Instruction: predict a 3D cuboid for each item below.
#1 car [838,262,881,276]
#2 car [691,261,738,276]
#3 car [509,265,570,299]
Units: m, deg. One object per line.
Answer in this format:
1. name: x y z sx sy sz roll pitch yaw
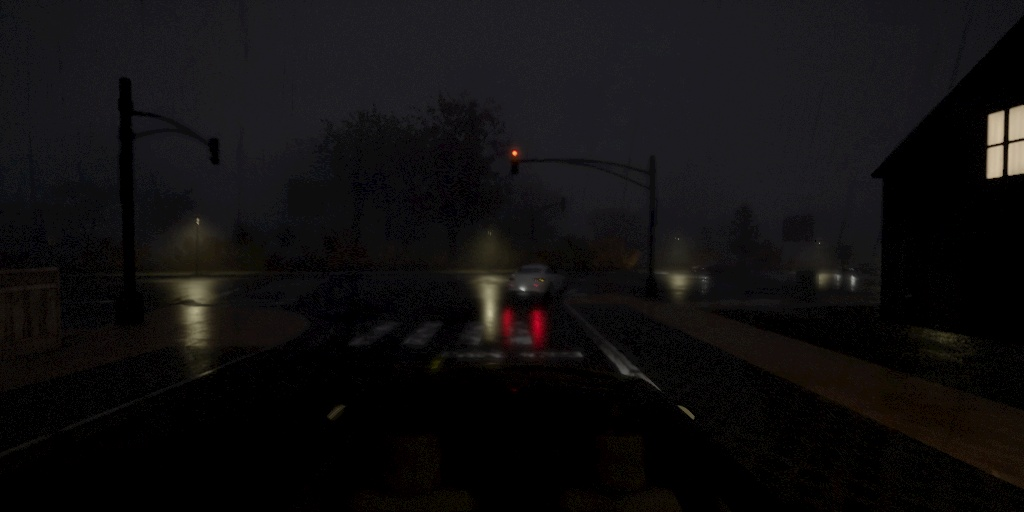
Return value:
1. car: 39.498 1.447 40.691 4.892 1.490 1.837 1 1 -15
2. car: 19.833 1.206 35.114 4.674 1.442 1.812 1 1 -17
3. car: 1.343 1.155 17.048 1.812 1.442 4.674 -1 0 22
